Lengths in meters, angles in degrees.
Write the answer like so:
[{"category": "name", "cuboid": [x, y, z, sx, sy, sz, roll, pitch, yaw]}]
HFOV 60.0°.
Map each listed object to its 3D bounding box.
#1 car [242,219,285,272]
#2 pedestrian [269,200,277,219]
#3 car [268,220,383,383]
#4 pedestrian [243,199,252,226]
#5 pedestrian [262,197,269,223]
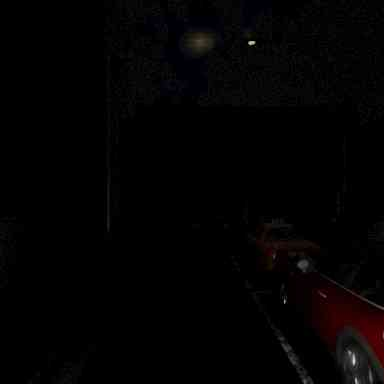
[{"category": "car", "cuboid": [2.639, 1.528, 10.597, 1.752, 1.417, 4.829, 0, 0, 0]}, {"category": "pedestrian", "cuboid": [5.074, 1.147, 20.321, 0.375, 1.860, 0.375, 0, 0, 0]}, {"category": "car", "cuboid": [2.641, 1.441, 4.989, 1.967, 1.590, 4.097, 0, 0, 0]}, {"category": "pedestrian", "cuboid": [3.540, 1.299, 21.519, 0.375, 1.860, 0.375, 0, 0, 0]}, {"category": "pedestrian", "cuboid": [4.765, 1.145, 20.920, 0.375, 1.860, 0.375, 0, 0, 0]}]
